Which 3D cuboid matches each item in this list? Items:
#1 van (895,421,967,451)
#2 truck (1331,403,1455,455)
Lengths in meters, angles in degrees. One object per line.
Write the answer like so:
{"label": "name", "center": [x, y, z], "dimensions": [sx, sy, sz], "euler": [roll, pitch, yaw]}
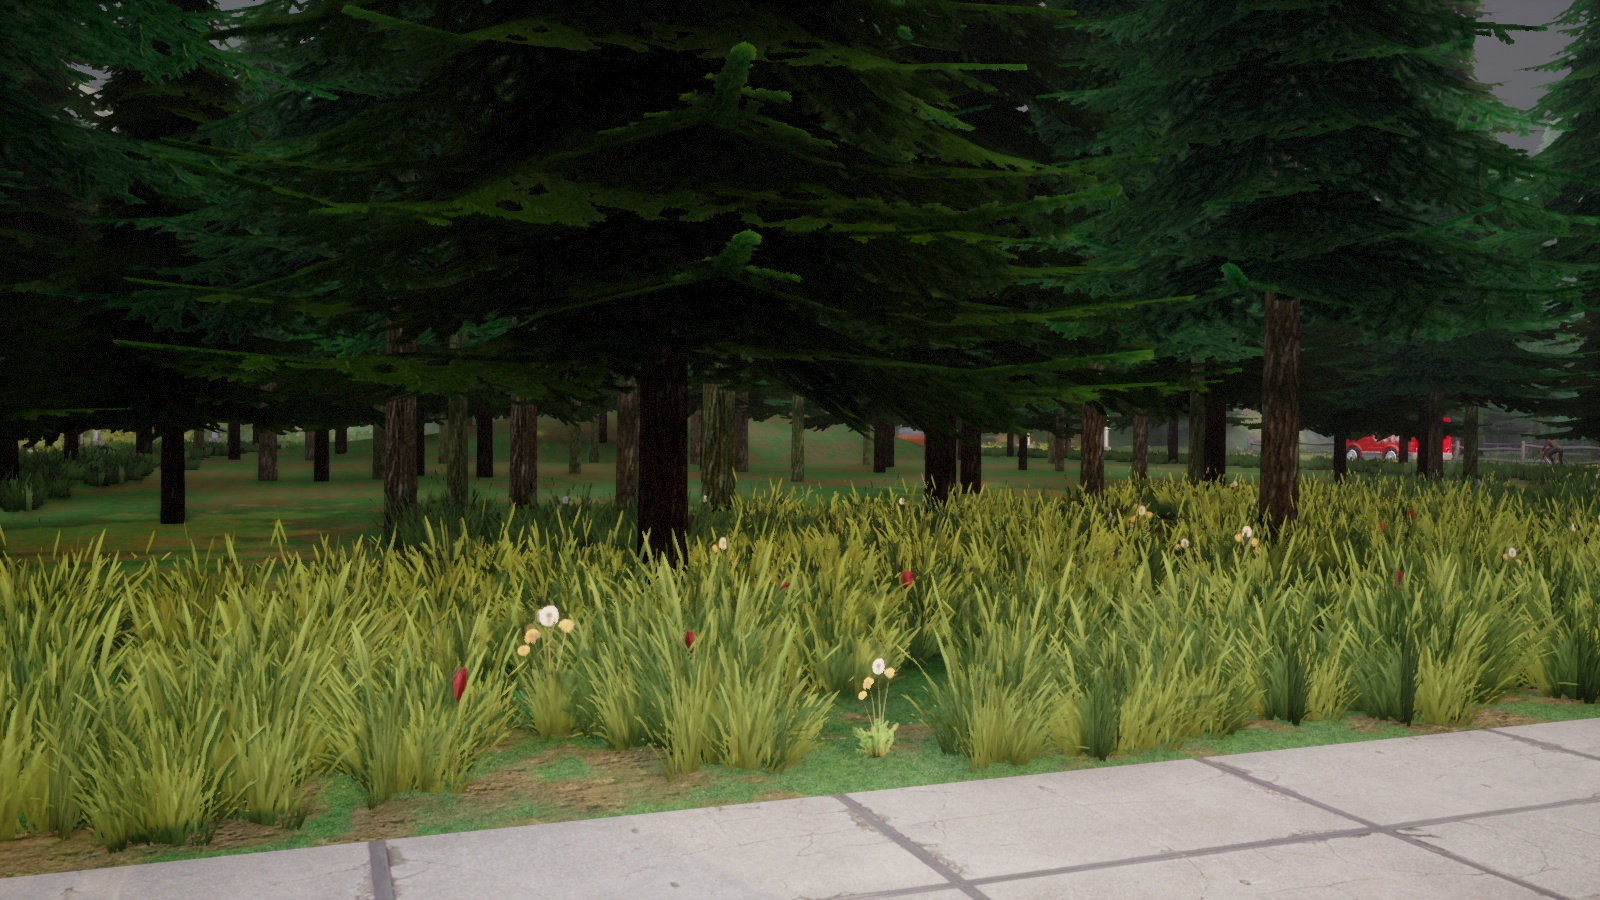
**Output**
{"label": "van", "center": [8.774, -0.937, 83.956], "dimensions": [4.442, 1.987, 1.775], "euler": [0, 1, 23]}
{"label": "truck", "center": [29.091, -1.036, 61.830], "dimensions": [2.627, 2.467, 5.204], "euler": [-1, 1, -20]}
